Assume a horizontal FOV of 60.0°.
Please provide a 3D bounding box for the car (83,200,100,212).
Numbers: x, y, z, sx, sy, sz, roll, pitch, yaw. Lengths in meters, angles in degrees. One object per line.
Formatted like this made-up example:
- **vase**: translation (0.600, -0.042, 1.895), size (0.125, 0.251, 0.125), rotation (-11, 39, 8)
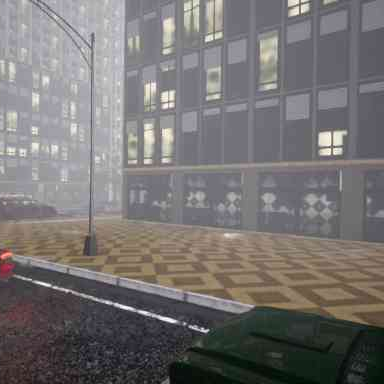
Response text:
- **car**: translation (-11.707, 1.774, 43.904), size (2.033, 1.411, 5.357), rotation (1, 0, 36)

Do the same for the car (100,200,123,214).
- **car**: translation (-8.035, 1.830, 39.135), size (1.752, 1.417, 4.829), rotation (1, 0, 36)

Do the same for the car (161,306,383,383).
- **car**: translation (2.056, 1.601, 2.220), size (4.718, 1.301, 1.895), rotation (0, 0, 35)

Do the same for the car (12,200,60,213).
- **car**: translation (-18.331, 1.643, 39.271), size (1.752, 1.417, 4.829), rotation (1, 0, 36)

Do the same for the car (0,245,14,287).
- **car**: translation (-6.057, 1.521, 7.965), size (4.674, 1.442, 1.812), rotation (0, 0, 35)

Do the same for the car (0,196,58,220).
- **car**: translation (-14.808, 1.519, 29.905), size (2.192, 1.841, 5.009), rotation (1, 0, 36)
